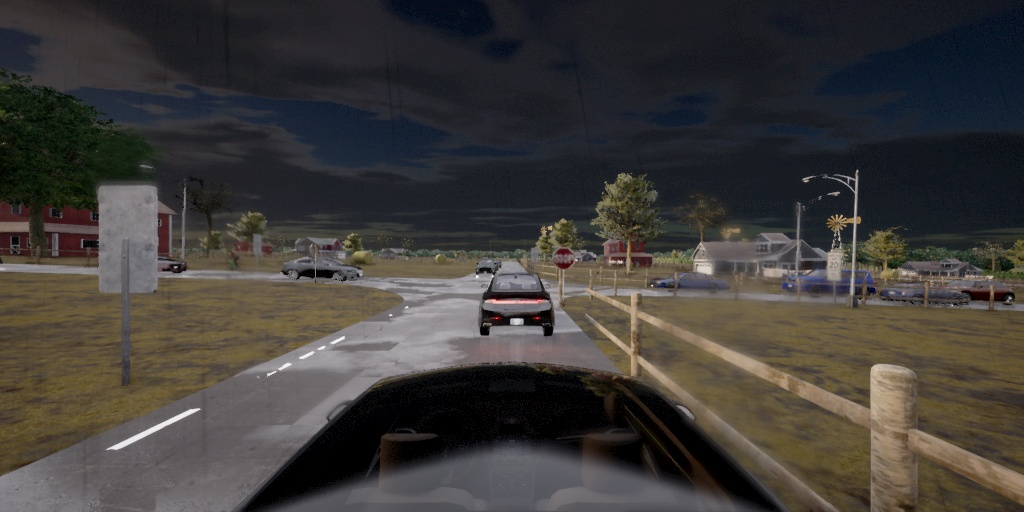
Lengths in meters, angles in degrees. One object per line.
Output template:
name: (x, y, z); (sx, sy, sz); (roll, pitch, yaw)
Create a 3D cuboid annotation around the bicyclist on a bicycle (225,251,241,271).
bicyclist on a bicycle: (-22.577, 0.419, 29.056); (0.582, 1.620, 1.656); (2, 0, 0)

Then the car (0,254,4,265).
car: (-35.984, -0.048, 23.082); (4.902, 1.511, 2.128); (2, 0, 0)

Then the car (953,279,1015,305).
car: (33.060, 2.483, 25.996); (4.553, 1.767, 2.097); (2, 0, 0)

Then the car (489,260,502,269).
car: (-2.741, 1.359, 60.783); (2.033, 1.411, 5.357); (0, 0, 0)

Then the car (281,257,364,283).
car: (-11.997, 0.837, 22.833); (4.902, 1.511, 2.128); (2, 0, 3)

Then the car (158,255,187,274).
car: (-23.609, 0.475, 23.073); (4.181, 1.385, 1.994); (2, 0, 0)

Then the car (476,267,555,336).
car: (0.111, 1.246, 10.383); (2.128, 1.511, 4.902); (0, 0, 0)

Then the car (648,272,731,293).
car: (12.783, 1.860, 25.972); (5.357, 1.411, 2.033); (2, 0, -1)

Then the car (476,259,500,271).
car: (-2.792, 1.134, 39.687); (2.097, 1.767, 4.553); (0, 0, 0)

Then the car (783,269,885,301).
car: (22.971, 1.939, 26.007); (5.566, 2.045, 2.150); (2, 0, 0)

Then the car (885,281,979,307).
car: (26.448, 2.420, 23.063); (4.181, 1.385, 1.994); (2, 0, 0)
